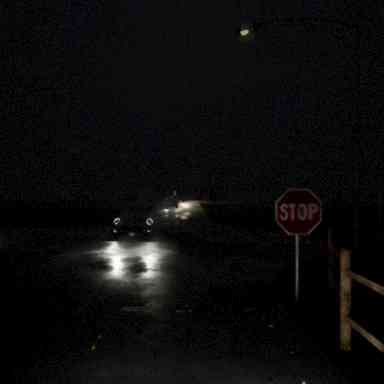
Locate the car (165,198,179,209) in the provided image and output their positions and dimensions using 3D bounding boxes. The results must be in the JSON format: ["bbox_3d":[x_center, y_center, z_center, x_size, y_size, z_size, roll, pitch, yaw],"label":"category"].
[{"bbox_3d":[-2.971,1.719,49.452,1.837,1.490,4.892,0,0,0],"label":"car"}]

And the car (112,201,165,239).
[{"bbox_3d":[-2.812,1.420,17.739,2.097,1.767,4.553,1,-1,0],"label":"car"}]
